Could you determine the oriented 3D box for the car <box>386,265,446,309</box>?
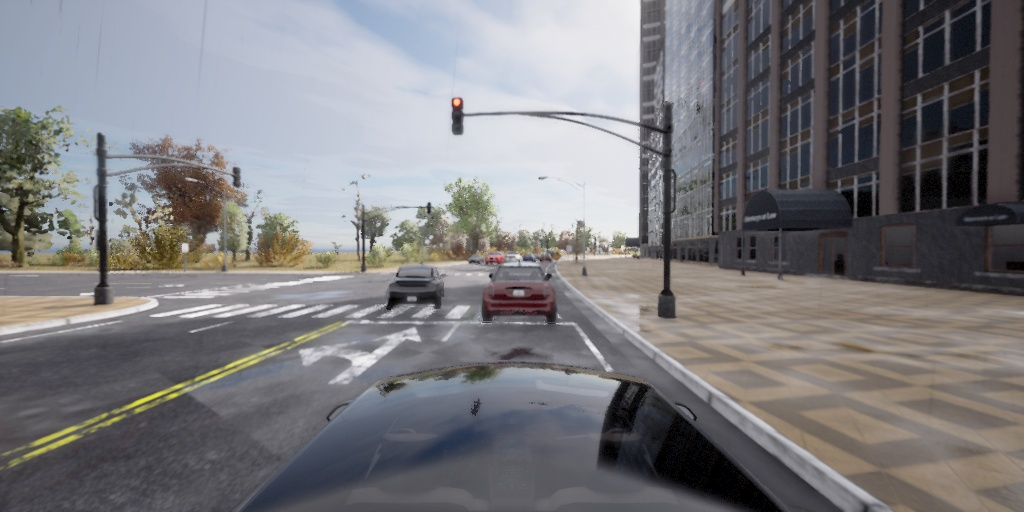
[{"bbox_3d":[-3.669,1.097,14.034,1.837,1.490,4.892,1,1,-10],"label":"car"}]

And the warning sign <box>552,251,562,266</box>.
[{"bbox_3d":[5.869,0.310,46.661,1.300,1.860,1.060,0,0,7],"label":"warning sign"}]

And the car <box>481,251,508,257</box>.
[{"bbox_3d":[-2.579,0.311,54.123,2.150,2.045,5.566,0,1,9],"label":"car"}]

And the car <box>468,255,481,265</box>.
[{"bbox_3d":[-5.507,0.563,56.314,1.837,1.490,4.892,0,1,9],"label":"car"}]

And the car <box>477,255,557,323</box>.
[{"bbox_3d":[0.273,0.975,11.739,2.097,1.767,4.553,0,1,2],"label":"car"}]
